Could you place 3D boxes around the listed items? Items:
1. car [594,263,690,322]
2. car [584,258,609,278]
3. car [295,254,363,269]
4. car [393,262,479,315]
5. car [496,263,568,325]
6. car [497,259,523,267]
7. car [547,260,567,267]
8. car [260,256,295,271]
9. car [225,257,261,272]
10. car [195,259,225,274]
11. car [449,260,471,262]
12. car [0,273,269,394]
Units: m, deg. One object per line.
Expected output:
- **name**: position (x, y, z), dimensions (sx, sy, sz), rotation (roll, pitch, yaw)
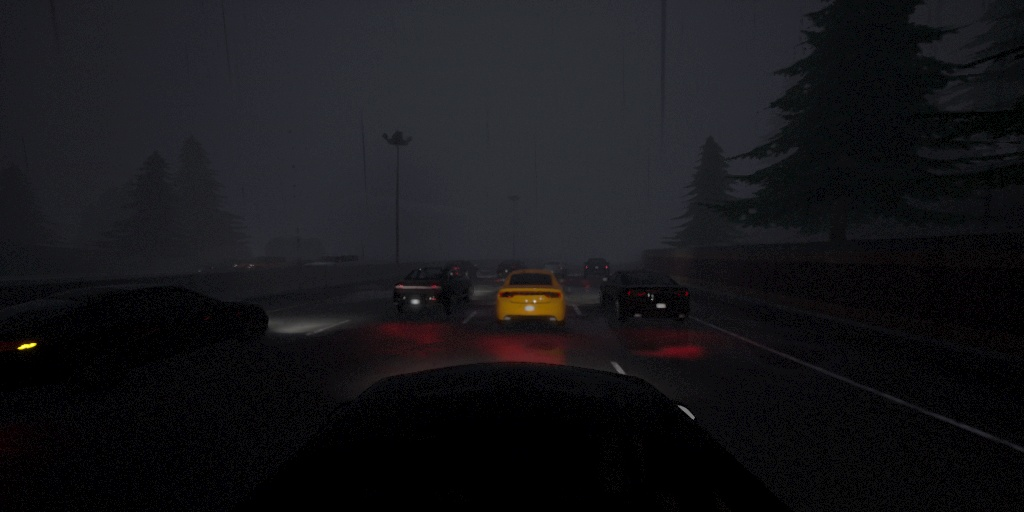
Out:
- **car**: position (4.202, 1.166, 12.076), dimensions (1.882, 1.535, 5.008), rotation (0, 0, 5)
- **car**: position (7.253, 0.919, 30.672), dimensions (2.097, 1.767, 4.553), rotation (0, 0, 13)
- **car**: position (-14.656, 0.843, 29.684), dimensions (2.150, 2.045, 5.566), rotation (0, 0, 11)
- **car**: position (-2.709, 1.153, 13.247), dimensions (2.128, 1.511, 4.902), rotation (0, 0, 5)
- **car**: position (0.644, 1.161, 11.571), dimensions (1.882, 1.535, 5.008), rotation (0, 0, 4)
- **car**: position (0.087, 1.025, 30.797), dimensions (1.882, 1.535, 5.008), rotation (0, 0, 12)
- **car**: position (3.761, 1.080, 31.165), dimensions (1.812, 1.442, 4.674), rotation (0, 0, 13)
- **car**: position (-18.095, 0.990, 30.336), dimensions (1.882, 1.535, 5.008), rotation (0, 0, 11)
- **car**: position (-21.522, 0.839, 31.043), dimensions (2.097, 1.767, 4.553), rotation (0, 0, 11)
- **car**: position (-24.975, 0.971, 31.628), dimensions (2.128, 1.511, 4.902), rotation (0, 0, 11)
- **car**: position (-4.001, 1.058, 28.415), dimensions (1.837, 1.490, 4.892), rotation (0, 0, 11)
- **car**: position (-6.688, 1.225, 6.472), dimensions (1.812, 1.442, 4.674), rotation (0, 0, 2)
